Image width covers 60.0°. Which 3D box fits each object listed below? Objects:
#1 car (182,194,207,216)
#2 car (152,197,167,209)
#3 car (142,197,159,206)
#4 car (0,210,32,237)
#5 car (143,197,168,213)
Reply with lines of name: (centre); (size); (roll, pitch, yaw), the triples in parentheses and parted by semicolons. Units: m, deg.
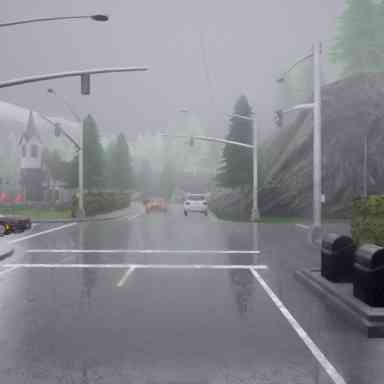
car: (0.271, 1.221, 33.323); (2.150, 2.045, 5.566); (0, 0, -3)
car: (-4.592, 1.505, 46.148); (1.837, 1.490, 4.892); (0, 0, -9)
car: (-6.969, 1.564, 55.778); (1.994, 1.385, 4.181); (0, 0, -19)
car: (-11.057, 1.478, 17.444); (5.008, 1.535, 1.882); (0, 0, 2)
car: (-3.781, 1.352, 36.339); (2.097, 1.767, 4.553); (0, 0, -2)
